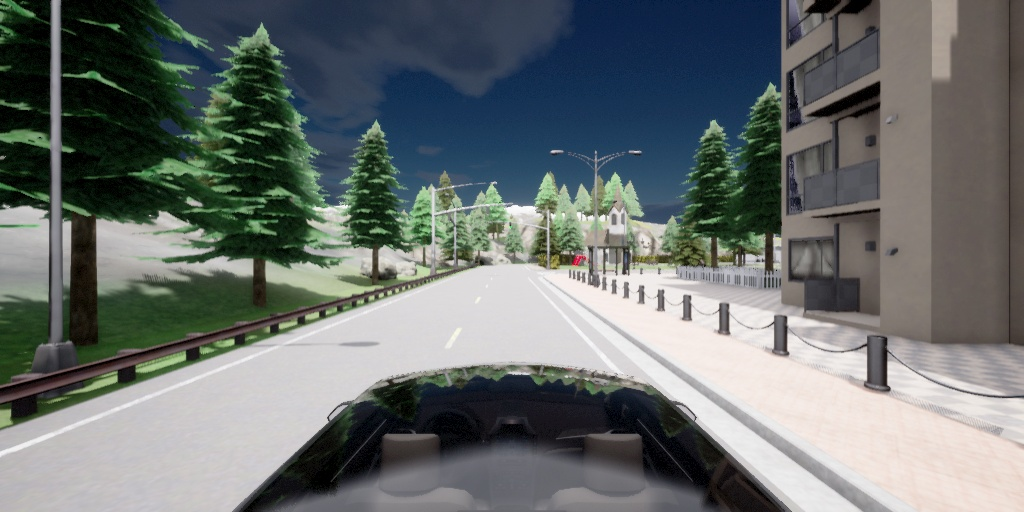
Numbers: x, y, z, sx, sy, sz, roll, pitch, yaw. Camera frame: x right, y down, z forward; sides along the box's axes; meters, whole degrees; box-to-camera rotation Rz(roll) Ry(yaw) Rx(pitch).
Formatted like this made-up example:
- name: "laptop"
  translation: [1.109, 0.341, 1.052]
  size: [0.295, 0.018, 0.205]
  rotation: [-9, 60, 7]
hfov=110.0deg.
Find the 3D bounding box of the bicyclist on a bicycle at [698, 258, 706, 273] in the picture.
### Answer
- name: "bicyclist on a bicycle"
  translation: [18.355, 1.010, 34.762]
  size: [0.582, 1.620, 1.656]
  rotation: [0, 0, 0]
